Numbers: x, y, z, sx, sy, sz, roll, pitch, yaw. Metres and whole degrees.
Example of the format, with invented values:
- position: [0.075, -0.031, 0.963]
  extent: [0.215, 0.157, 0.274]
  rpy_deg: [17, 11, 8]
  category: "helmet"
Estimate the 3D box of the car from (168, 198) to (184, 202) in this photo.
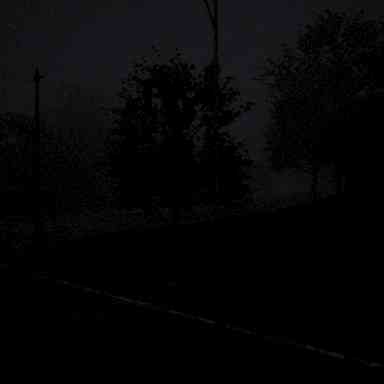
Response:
- position: [-2.289, 1.198, 44.664]
  extent: [2.128, 1.511, 4.902]
  rpy_deg: [0, 2, 38]
  category: "car"
